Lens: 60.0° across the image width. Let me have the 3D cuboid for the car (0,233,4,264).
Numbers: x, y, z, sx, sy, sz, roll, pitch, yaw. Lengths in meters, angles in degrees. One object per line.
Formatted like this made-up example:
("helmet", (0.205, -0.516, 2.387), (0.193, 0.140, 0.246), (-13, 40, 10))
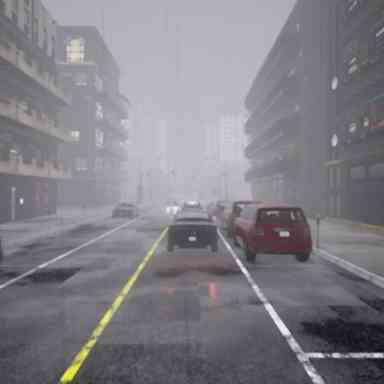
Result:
("car", (-5.694, 1.308, 6.349), (2.192, 1.841, 5.009), (0, 0, 0))

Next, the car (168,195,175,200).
("car", (-5.803, 1.569, 95.088), (1.947, 1.339, 4.313), (0, 0, 0))

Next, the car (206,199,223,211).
("car", (2.644, 1.553, 40.347), (1.802, 1.307, 4.206), (0, 0, 0))

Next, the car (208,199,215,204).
("car", (2.658, 1.414, 29.016), (1.967, 1.590, 4.097), (0, 0, 0))

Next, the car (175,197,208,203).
("car", (0.008, 1.466, 27.801), (2.128, 1.511, 4.902), (0, 0, 0))

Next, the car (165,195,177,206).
("car", (-3.109, 1.466, 52.640), (2.128, 1.511, 4.902), (0, 0, 0))

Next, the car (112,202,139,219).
("car", (-5.723, 1.518, 29.006), (1.887, 1.381, 4.507), (0, 0, 0))

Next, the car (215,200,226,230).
("car", (2.672, 1.296, 17.688), (2.192, 1.841, 5.009), (0, 0, 0))

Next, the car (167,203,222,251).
("car", (0.035, 1.462, 13.996), (1.882, 1.535, 5.008), (0, 0, 0))

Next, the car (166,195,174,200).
("car", (-5.884, 1.541, 89.567), (1.887, 1.381, 4.507), (0, 0, 0))

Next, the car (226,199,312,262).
("car", (2.679, 1.301, 12.022), (2.192, 1.841, 5.009), (0, 0, 0))

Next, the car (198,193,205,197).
("car", (2.578, 1.318, 95.099), (2.192, 1.841, 5.009), (0, 0, 0))
